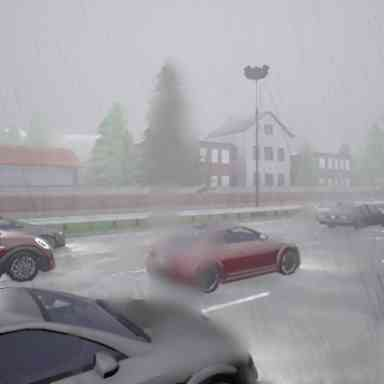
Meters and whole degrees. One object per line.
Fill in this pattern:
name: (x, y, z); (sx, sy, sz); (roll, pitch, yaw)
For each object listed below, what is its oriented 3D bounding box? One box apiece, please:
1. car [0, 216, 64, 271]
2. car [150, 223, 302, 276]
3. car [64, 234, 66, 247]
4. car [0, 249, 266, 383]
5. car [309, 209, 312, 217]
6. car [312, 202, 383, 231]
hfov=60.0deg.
car: (-5.859, 1.353, 8.166); (4.553, 1.767, 2.097); (-1, 0, -36)
car: (0.948, 1.508, 8.724); (4.181, 1.385, 1.994); (-1, 0, -36)
car: (-6.741, 1.552, 11.834); (4.181, 1.385, 1.994); (-1, 0, -36)
car: (-1.411, 1.561, 2.742); (4.181, 1.385, 1.994); (-1, 0, -36)
car: (10.705, 1.378, 24.288); (4.718, 1.301, 1.895); (-1, 0, -36)
car: (9.541, 1.363, 19.157); (5.357, 1.411, 2.033); (-1, 0, -36)
